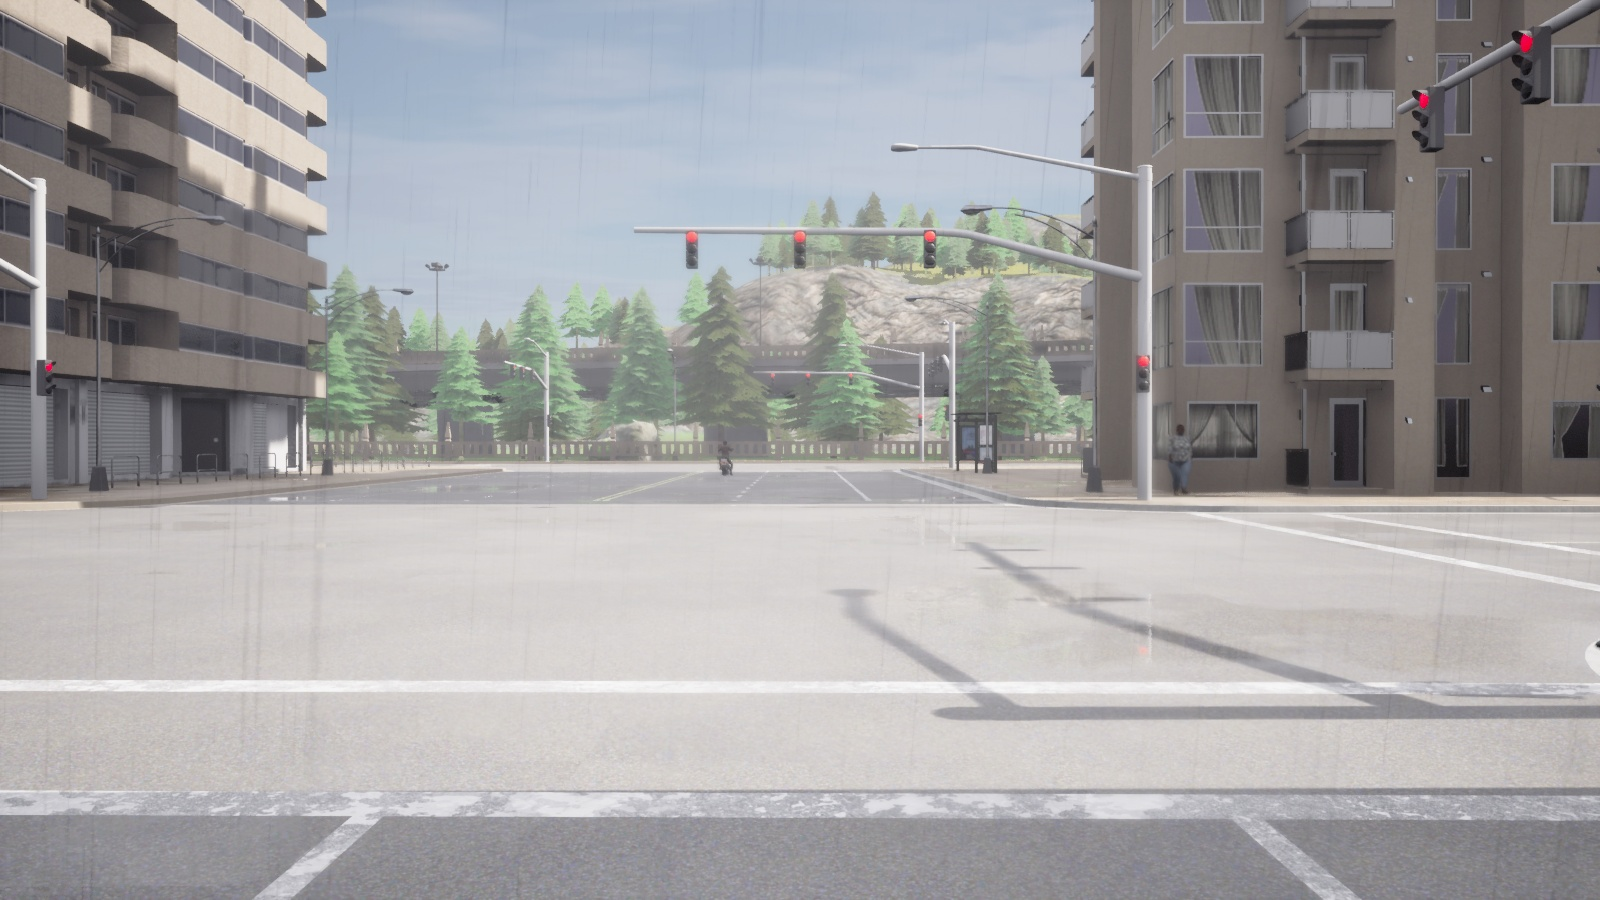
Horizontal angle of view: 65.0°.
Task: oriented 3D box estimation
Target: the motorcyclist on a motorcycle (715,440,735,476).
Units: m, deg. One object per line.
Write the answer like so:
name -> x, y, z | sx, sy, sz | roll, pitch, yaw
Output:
motorcyclist on a motorcycle -> -3.437, 0.367, 57.900 | 0.766, 1.649, 2.350 | 0, 0, 0

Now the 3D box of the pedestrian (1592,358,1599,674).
pedestrian -> 5.240, 0.403, 7.561 | 0.692, 1.930, 0.396 | 0, 0, -4

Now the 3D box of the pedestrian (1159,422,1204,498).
pedestrian -> 9.493, 0.236, 31.286 | 0.874, 1.855, 0.900 | 0, 0, 2
